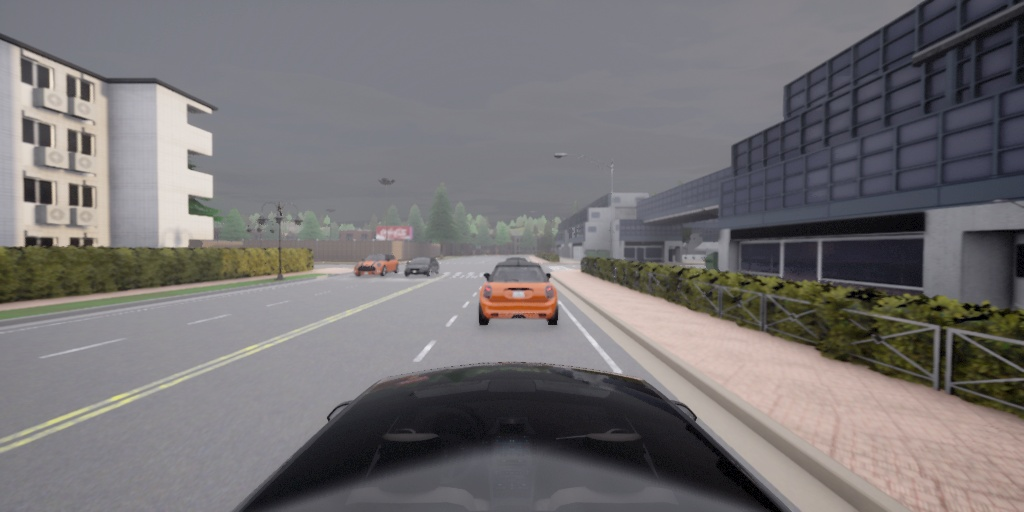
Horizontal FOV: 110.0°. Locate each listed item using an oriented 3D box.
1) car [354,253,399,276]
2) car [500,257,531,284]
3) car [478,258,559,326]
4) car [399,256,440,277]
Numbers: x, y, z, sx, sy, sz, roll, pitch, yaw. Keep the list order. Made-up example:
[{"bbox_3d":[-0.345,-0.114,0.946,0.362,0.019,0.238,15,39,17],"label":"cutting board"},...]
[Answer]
[{"bbox_3d":[-10.346,0.596,27.713,2.097,1.767,4.553,0,1,0],"label":"car"},{"bbox_3d":[0.274,0.844,23.622,1.837,1.490,4.892,0,1,2],"label":"car"},{"bbox_3d":[0.170,0.926,11.091,2.097,1.767,4.553,0,1,0],"label":"car"},{"bbox_3d":[-6.847,0.796,27.665,1.837,1.490,4.892,0,1,0],"label":"car"}]
